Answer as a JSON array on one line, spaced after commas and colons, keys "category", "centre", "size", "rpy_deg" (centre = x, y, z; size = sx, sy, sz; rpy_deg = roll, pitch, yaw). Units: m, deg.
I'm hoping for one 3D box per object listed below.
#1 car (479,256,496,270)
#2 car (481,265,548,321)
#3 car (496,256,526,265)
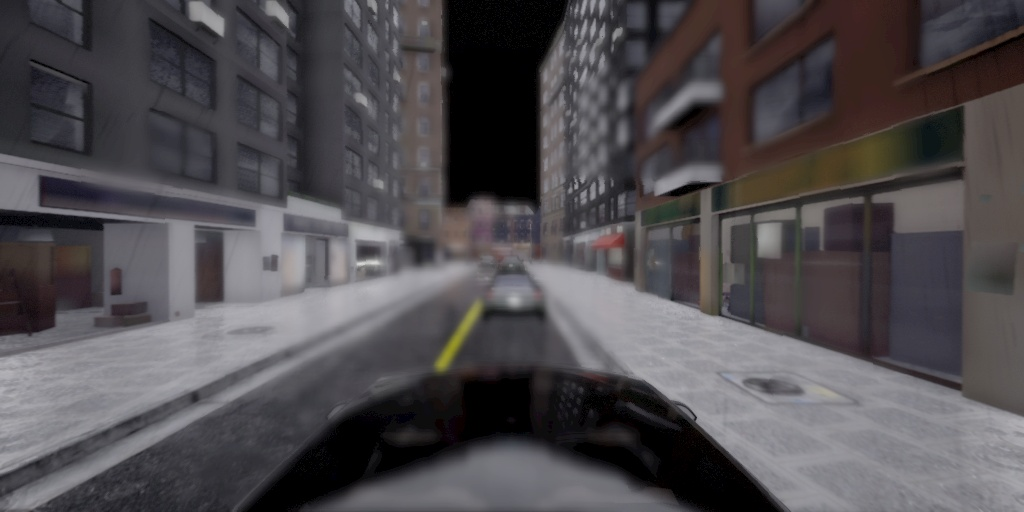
[{"category": "car", "centre": [-2.601, 0.764, 40.834], "size": [1.837, 1.490, 4.892], "rpy_deg": [0, 1, 0]}, {"category": "car", "centre": [0.075, 1.188, 11.898], "size": [1.994, 1.385, 4.181], "rpy_deg": [0, 1, 0]}, {"category": "car", "centre": [0.074, 0.760, 29.207], "size": [2.097, 1.767, 4.553], "rpy_deg": [0, 1, 0]}]
